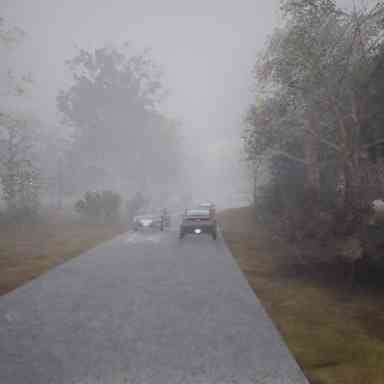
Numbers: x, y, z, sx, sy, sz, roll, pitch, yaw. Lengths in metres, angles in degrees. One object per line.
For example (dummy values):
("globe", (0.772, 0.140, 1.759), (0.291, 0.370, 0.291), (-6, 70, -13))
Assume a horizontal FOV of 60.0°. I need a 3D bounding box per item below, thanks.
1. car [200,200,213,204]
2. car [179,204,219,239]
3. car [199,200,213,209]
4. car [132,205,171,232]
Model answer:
("car", (1.564, 1.807, 35.974), (1.812, 1.442, 4.674), (0, -1, 5))
("car", (0.357, 1.582, 17.869), (1.837, 1.490, 4.892), (0, -1, 2))
("car", (2.690, 2.352, 62.447), (1.837, 1.490, 4.892), (0, -1, 12))
("car", (-2.458, 1.591, 21.053), (2.128, 1.511, 4.902), (0, 0, 3))
